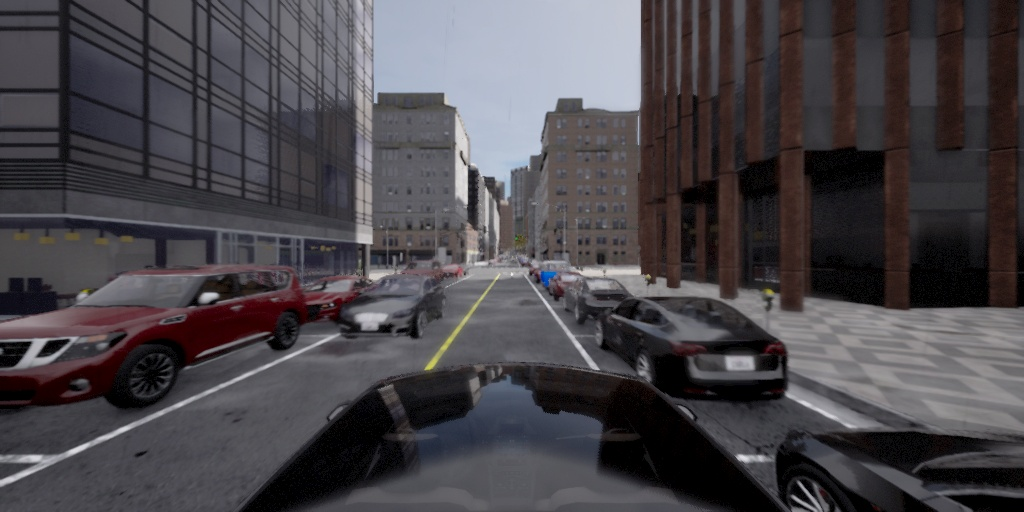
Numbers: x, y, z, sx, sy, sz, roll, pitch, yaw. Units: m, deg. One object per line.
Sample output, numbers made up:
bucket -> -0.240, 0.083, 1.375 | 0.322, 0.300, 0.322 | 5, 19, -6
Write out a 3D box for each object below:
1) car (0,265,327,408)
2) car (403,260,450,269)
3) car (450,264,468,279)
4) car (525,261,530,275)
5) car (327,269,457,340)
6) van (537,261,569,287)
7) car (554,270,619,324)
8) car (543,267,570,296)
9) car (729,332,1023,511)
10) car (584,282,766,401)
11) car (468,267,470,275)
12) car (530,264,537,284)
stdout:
car -> -5.763, 1.093, 6.417 | 2.192, 1.841, 5.009 | 0, 0, 0
car -> -5.762, 1.184, 23.350 | 2.192, 1.841, 5.009 | 0, 0, 0
car -> -5.762, 1.468, 34.638 | 1.888, 1.381, 4.507 | 0, 0, 0
car -> 2.764, 1.530, 40.280 | 1.802, 1.307, 4.207 | 0, 0, 0
car -> -3.100, 1.291, 10.286 | 2.128, 1.511, 4.902 | 0, 0, 0
van -> 2.763, 1.210, 23.346 | 1.690, 1.789, 3.998 | 0, 0, 0
car -> 2.762, 1.360, 12.057 | 2.007, 1.370, 4.403 | 0, 0, 0
car -> 2.763, 1.422, 17.701 | 1.802, 1.307, 4.207 | 0, 0, 0
car -> 2.762, 1.310, 0.767 | 1.948, 1.339, 4.313 | 0, 0, 0
car -> 2.762, 1.343, 6.412 | 1.948, 1.339, 4.313 | 0, 0, 0
car -> -5.761, 1.515, 40.282 | 1.948, 1.339, 4.313 | 0, 0, 0
car -> 2.763, 1.336, 28.991 | 1.967, 1.591, 4.097 | 0, 0, 0
